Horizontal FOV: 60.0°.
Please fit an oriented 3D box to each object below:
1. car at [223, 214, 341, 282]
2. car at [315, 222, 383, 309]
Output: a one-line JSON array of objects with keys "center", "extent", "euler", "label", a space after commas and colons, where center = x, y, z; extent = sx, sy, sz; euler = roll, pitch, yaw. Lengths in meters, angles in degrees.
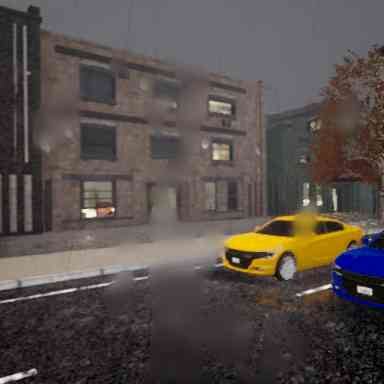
[{"center": [3.145, 1.459, 9.922], "extent": [5.008, 1.535, 1.882], "euler": [0, 0, -36], "label": "car"}, {"center": [5.079, 1.459, 7.308], "extent": [5.008, 1.535, 1.882], "euler": [0, 0, -36], "label": "car"}]
